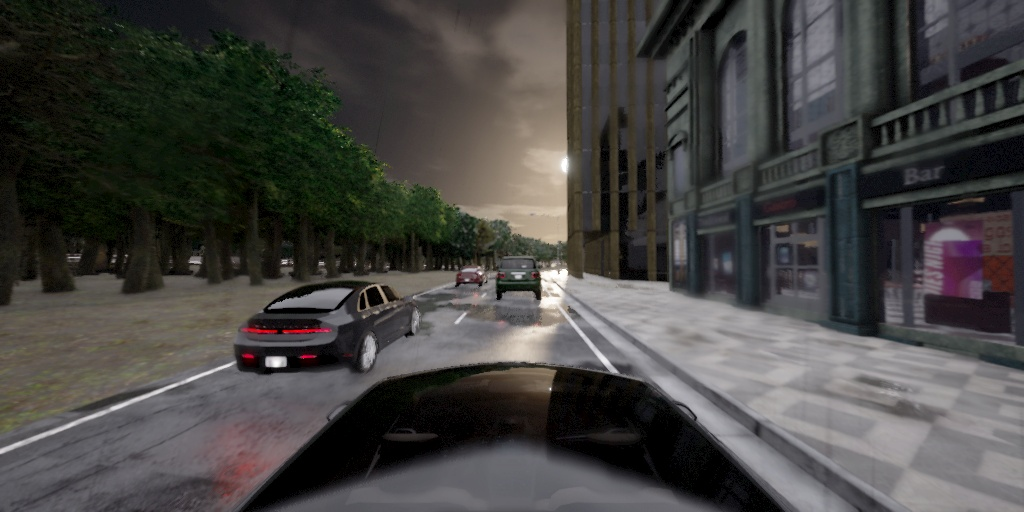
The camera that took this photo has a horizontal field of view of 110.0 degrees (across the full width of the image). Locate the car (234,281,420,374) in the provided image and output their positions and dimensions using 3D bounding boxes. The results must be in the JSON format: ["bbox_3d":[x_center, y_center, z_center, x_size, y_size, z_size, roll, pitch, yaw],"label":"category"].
[{"bbox_3d":[-3.345,1.271,7.538,1.837,1.490,4.892,0,0,1],"label":"car"}]

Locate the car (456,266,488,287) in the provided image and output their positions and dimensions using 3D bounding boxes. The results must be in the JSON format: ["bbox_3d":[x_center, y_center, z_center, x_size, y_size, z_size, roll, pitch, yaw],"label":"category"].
[{"bbox_3d":[-2.840,1.417,25.810,1.812,1.442,4.674,0,0,3],"label":"car"}]

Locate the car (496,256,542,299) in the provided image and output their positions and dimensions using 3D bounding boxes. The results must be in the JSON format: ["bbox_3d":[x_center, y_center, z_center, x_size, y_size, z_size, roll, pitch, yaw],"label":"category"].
[{"bbox_3d":[0.369,1.046,18.614,2.150,2.045,5.566,0,-1,2],"label":"car"}]
